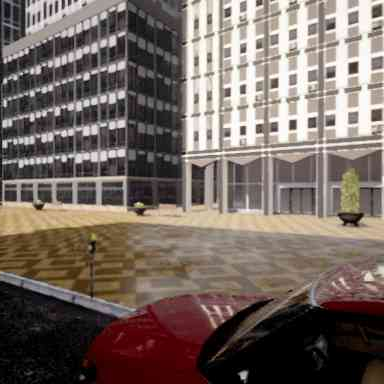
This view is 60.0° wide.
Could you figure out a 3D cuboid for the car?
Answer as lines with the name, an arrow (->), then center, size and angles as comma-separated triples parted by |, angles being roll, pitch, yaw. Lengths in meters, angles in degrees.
car -> 1.421, 1.315, 1.853 | 5.009, 1.841, 2.192 | 0, 0, 36
